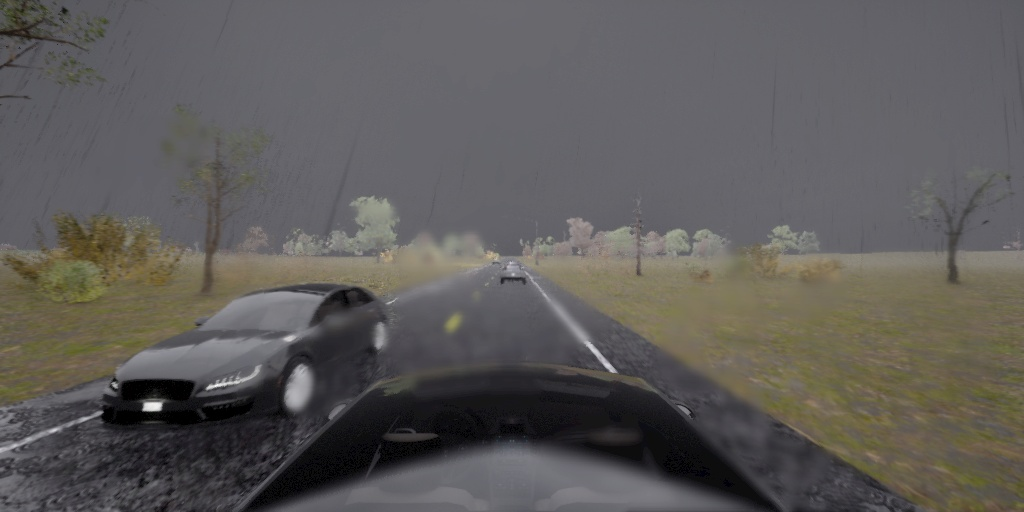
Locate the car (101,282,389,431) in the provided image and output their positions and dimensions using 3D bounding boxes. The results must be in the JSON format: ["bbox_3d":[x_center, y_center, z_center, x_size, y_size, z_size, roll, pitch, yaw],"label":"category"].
[{"bbox_3d":[-3.597,1.258,6.017,1.837,1.490,4.892,0,0,0],"label":"car"}]

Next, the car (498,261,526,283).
[{"bbox_3d":[0.092,1.334,28.503,1.994,1.385,4.181,0,0,0],"label":"car"}]
